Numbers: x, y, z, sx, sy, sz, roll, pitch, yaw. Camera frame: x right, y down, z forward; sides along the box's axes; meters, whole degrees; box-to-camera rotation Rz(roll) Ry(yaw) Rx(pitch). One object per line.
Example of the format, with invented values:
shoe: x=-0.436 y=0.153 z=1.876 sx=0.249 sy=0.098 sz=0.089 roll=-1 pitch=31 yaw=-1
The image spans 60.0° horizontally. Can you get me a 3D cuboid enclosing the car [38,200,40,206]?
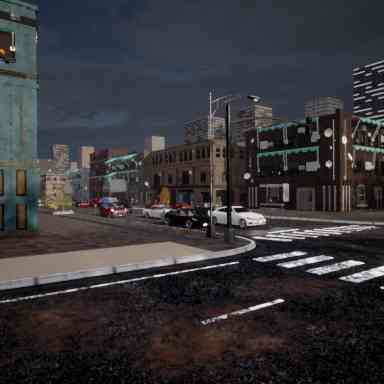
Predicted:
car: x=-30.899 y=2.376 z=66.719 sx=2.008 sy=1.369 sz=4.403 roll=-1 pitch=0 yaw=-36

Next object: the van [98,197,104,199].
van: x=-14.430 y=1.907 z=58.085 sx=1.690 sy=1.788 sz=3.998 roll=-1 pitch=0 yaw=-36

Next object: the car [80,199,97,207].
car: x=-20.864 y=2.227 z=67.091 sx=1.887 sy=1.381 sz=4.507 roll=-1 pitch=0 yaw=-36

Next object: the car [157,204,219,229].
car: x=-0.392 y=1.814 z=23.840 sx=1.947 sy=1.339 sz=4.313 roll=-2 pitch=0 yaw=-36

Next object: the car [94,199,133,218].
car: x=-8.367 y=1.846 z=35.199 sx=1.967 sy=1.590 sz=4.097 roll=-1 pitch=0 yaw=-36

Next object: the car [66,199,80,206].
car: x=-27.302 y=2.364 z=76.096 sx=1.947 sy=1.339 sz=4.313 roll=-1 pitch=0 yaw=-36

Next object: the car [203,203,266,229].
car: x=3.099 y=1.722 z=23.686 sx=1.812 sy=1.442 sz=4.674 roll=-1 pitch=0 yaw=-37

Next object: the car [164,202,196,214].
car: x=-1.548 y=1.904 z=40.075 sx=1.802 sy=1.307 sz=4.206 roll=-2 pitch=0 yaw=-36

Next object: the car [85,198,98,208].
car: x=-17.650 y=1.940 z=62.588 sx=2.192 sy=1.841 sz=5.009 roll=-1 pitch=0 yaw=-36

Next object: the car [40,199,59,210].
car: x=-24.362 y=2.233 z=57.574 sx=1.752 sy=1.417 sz=4.829 roll=-1 pitch=0 yaw=-36

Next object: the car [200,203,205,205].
car: x=1.671 y=1.809 z=35.572 sx=2.008 sy=1.369 sz=4.403 roll=-2 pitch=0 yaw=-36

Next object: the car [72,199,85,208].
car: x=-20.586 y=2.230 z=62.263 sx=1.994 sy=1.385 sz=4.181 roll=-1 pitch=0 yaw=-36

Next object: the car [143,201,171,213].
car: x=-4.766 y=1.966 z=44.577 sx=1.802 sy=1.307 sz=4.206 roll=-2 pitch=0 yaw=-36

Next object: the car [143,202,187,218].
car: x=-2.861 y=1.914 z=31.972 sx=1.895 sy=1.301 sz=4.718 roll=-1 pitch=0 yaw=-36
